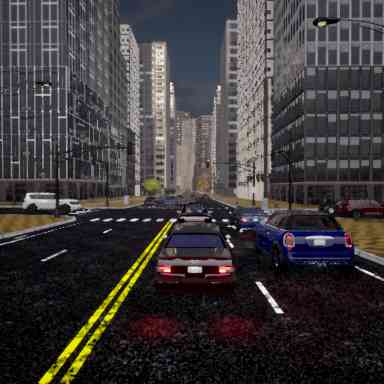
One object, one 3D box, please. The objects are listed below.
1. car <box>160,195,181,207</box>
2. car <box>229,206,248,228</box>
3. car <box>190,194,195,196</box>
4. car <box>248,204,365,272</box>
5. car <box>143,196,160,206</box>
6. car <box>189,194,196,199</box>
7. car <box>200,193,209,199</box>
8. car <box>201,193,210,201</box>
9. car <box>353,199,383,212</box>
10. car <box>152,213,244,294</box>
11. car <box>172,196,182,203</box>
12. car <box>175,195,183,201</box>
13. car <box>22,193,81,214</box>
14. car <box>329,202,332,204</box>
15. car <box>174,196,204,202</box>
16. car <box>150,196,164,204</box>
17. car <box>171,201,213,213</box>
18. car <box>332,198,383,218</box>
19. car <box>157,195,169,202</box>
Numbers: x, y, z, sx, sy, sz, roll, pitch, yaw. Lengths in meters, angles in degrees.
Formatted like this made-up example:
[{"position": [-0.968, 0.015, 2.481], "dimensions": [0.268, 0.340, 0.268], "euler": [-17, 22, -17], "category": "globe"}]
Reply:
[{"position": [-3.224, 1.315, 50.602], "dimensions": [2.097, 1.767, 4.553], "euler": [0, 0, -1], "category": "car"}, {"position": [3.390, 1.536, 20.277], "dimensions": [2.033, 1.411, 5.357], "euler": [0, 0, 0], "category": "car"}, {"position": [0.159, 1.414, 81.772], "dimensions": [1.837, 1.490, 4.892], "euler": [0, 0, 0], "category": "car"}, {"position": [3.370, 1.347, 10.892], "dimensions": [2.097, 1.767, 4.553], "euler": [0, 0, 0], "category": "car"}, {"position": [-6.493, 1.466, 52.442], "dimensions": [1.837, 1.490, 4.892], "euler": [0, 0, 0], "category": "car"}, {"position": [0.179, 1.277, 92.189], "dimensions": [2.033, 1.411, 5.357], "euler": [0, 0, 0], "category": "car"}, {"position": [3.429, 1.093, 92.152], "dimensions": [2.097, 1.767, 4.553], "euler": [0, 0, 0], "category": "car"}, {"position": [3.409, 1.392, 81.763], "dimensions": [1.882, 1.535, 5.008], "euler": [0, 0, 0], "category": "car"}, {"position": [21.885, 1.640, 39.226], "dimensions": [4.829, 1.417, 1.752], "euler": [1, 0, 1], "category": "car"}, {"position": [0.110, 1.543, 8.923], "dimensions": [2.033, 1.411, 5.357], "euler": [0, 0, 1], "category": "car"}, {"position": [-3.116, 1.541, 69.497], "dimensions": [1.895, 1.301, 4.718], "euler": [0, 0, 0], "category": "car"}, {"position": [-3.097, 1.426, 79.577], "dimensions": [1.837, 1.490, 4.892], "euler": [0, 0, 0], "category": "car"}, {"position": [-14.409, 1.107, 34.230], "dimensions": [5.566, 2.045, 2.150], "euler": [0, 1, -1], "category": "car"}, {"position": [16.485, 1.614, 36.758], "dimensions": [4.892, 1.490, 1.837], "euler": [0, 1, -1], "category": "car"}, {"position": [-0.299, 1.536, 43.513], "dimensions": [1.895, 1.301, 4.718], "euler": [0, -1, 19], "category": "car"}, {"position": [-6.440, 1.497, 62.322], "dimensions": [2.033, 1.411, 5.357], "euler": [0, 0, 0], "category": "car"}, {"position": [0.136, 1.481, 18.668], "dimensions": [2.128, 1.511, 4.902], "euler": [0, 0, 0], "category": "car"}, {"position": [16.260, 1.517, 30.950], "dimensions": [5.009, 1.841, 2.192], "euler": [1, 0, 1], "category": "car"}, {"position": [-6.360, 1.475, 72.992], "dimensions": [2.033, 1.411, 5.357], "euler": [0, 0, 0], "category": "car"}]
